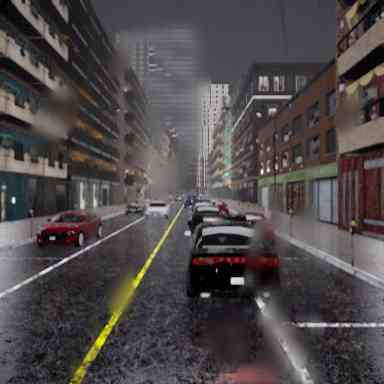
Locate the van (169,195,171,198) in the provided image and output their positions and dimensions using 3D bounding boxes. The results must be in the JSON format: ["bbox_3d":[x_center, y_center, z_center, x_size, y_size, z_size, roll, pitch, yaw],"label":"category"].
[{"bbox_3d":[-5.292,1.275,60.416,1.690,1.788,3.998,1,0,0],"label":"van"}]

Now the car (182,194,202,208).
[{"bbox_3d":[0.024,1.294,46.106,2.097,1.767,4.553,0,0,0],"label":"car"}]

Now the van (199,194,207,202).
[{"bbox_3d":[2.591,1.275,77.493,1.690,1.788,3.998,0,0,0],"label":"van"}]

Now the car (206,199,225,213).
[{"bbox_3d":[2.581,1.495,37.667,1.887,1.381,4.507,1,0,0],"label":"car"}]

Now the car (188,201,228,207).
[{"bbox_3d":[0.829,1.477,18.521,1.837,1.490,4.892,0,0,0],"label":"car"}]

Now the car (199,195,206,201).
[{"bbox_3d":[2.591,1.461,83.353,1.752,1.417,4.829,0,0,0],"label":"car"}]

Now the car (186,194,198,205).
[{"bbox_3d":[0.014,1.286,59.545,2.097,1.767,4.553,0,0,0],"label":"car"}]

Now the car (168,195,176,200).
[{"bbox_3d":[-5.288,1.482,88.866,1.887,1.381,4.507,0,0,0],"label":"car"}]

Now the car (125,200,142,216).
[{"bbox_3d":[-5.301,1.507,31.968,2.008,1.369,4.403,1,0,0],"label":"car"}]

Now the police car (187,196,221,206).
[{"bbox_3d":[0.831,1.389,24.630,1.930,1.638,5.238,0,0,0],"label":"police car"}]

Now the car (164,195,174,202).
[{"bbox_3d":[-5.291,1.479,77.486,1.887,1.381,4.507,0,0,0],"label":"car"}]

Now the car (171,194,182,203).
[{"bbox_3d":[-2.734,1.472,69.224,2.033,1.411,5.357,0,0,0],"label":"car"}]

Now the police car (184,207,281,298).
[{"bbox_3d":[0.827,1.411,8.629,1.930,1.638,5.238,0,0,0],"label":"police car"}]

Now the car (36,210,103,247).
[{"bbox_3d":[-5.304,1.521,14.898,1.887,1.381,4.507,1,0,0],"label":"car"}]

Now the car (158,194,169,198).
[{"bbox_3d":[-5.296,1.481,54.727,1.887,1.381,4.507,1,0,0],"label":"car"}]

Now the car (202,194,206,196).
[{"bbox_3d":[2.584,1.465,49.216,1.752,1.417,4.829,0,0,0],"label":"car"}]

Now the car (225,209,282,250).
[{"bbox_3d":[2.575,1.558,14.907,1.802,1.307,4.206,1,0,0],"label":"car"}]

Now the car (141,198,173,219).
[{"bbox_3d":[-2.843,1.485,28.289,1.812,1.442,4.674,0,0,0],"label":"car"}]

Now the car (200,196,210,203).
[{"bbox_3d":[2.587,1.515,66.114,1.802,1.307,4.206,0,0,0],"label":"car"}]
